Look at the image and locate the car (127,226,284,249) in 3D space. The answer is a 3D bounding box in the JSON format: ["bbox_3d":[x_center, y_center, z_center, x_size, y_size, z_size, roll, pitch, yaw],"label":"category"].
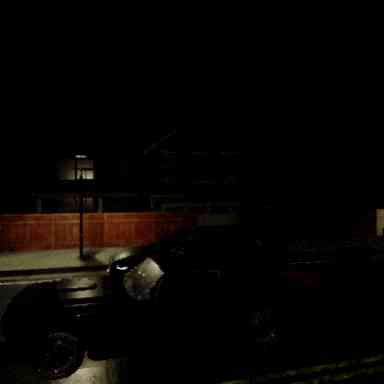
[{"bbox_3d":[0.224,1.725,9.073,4.892,1.490,1.837,0,-1,-17],"label":"car"}]

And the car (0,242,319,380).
[{"bbox_3d":[-0.473,1.739,5.462,4.718,1.301,1.895,0,-1,-17],"label":"car"}]
